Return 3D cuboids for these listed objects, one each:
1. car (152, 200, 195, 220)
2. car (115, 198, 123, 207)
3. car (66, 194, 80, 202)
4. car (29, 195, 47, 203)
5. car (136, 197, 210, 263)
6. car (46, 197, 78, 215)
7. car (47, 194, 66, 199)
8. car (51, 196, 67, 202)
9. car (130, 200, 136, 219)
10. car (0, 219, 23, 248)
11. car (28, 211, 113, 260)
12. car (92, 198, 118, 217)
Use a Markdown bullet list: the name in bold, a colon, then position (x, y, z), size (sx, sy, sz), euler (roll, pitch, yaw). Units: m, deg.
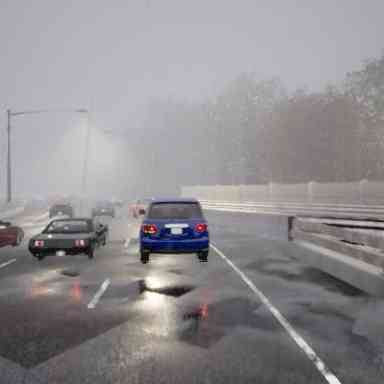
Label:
- **car**: position (-1.681, 1.489, 28.476), size (1.812, 1.442, 4.674), euler (-1, 0, -29)
- **car**: position (-11.694, 1.570, 49.113), size (1.895, 1.301, 4.718), euler (0, 0, -26)
- **car**: position (-25.886, 1.199, 71.281), size (2.097, 1.767, 4.553), euler (0, 0, -41)
- **car**: position (-31.298, 1.396, 66.842), size (1.812, 1.442, 4.674), euler (0, 0, -41)
- **car**: position (-0.755, 1.207, 12.176), size (2.150, 2.045, 5.566), euler (0, 0, -7)
- **car**: position (-11.646, 1.503, 29.952), size (1.837, 1.490, 4.892), euler (0, 0, -16)
- **car**: position (-28.582, 1.213, 69.050), size (2.097, 1.767, 4.553), euler (0, 0, -41)
- **car**: position (-30.785, 1.593, 76.834), size (1.895, 1.301, 4.718), euler (0, 0, -44)
- **car**: position (-4.285, 1.329, 29.398), size (2.097, 1.767, 4.553), euler (0, 0, -16)
- **car**: position (-7.804, 1.536, 12.028), size (1.812, 1.442, 4.674), euler (0, 0, -7)
- **car**: position (-4.307, 1.598, 12.417), size (1.895, 1.301, 4.718), euler (0, 0, -7)
- **car**: position (-8.147, 1.549, 30.393), size (1.994, 1.385, 4.181), euler (0, 0, -16)
